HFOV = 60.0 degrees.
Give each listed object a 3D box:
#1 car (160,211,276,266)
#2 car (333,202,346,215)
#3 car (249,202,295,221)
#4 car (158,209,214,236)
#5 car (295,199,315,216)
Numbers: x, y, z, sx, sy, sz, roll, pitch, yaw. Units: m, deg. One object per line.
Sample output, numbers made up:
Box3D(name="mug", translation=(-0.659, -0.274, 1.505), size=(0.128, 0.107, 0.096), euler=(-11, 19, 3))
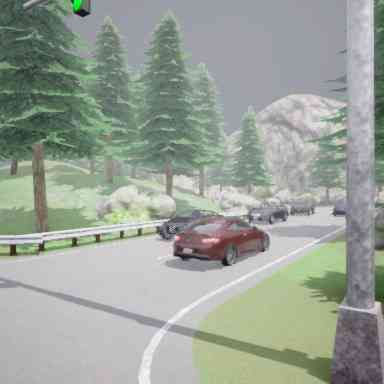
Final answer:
Box3D(name="car", translation=(1.159, 1.595, 11.643), size=(1.812, 1.442, 4.674), euler=(0, -1, 34))
Box3D(name="car", translation=(15.209, 1.644, 32.997), size=(1.994, 1.385, 4.181), euler=(0, -1, 28))
Box3D(name="car", translation=(5.738, 1.508, 24.914), size=(2.128, 1.511, 4.902), euler=(0, 0, 34))
Box3D(name="car", translation=(0.206, 1.579, 16.650), size=(1.994, 1.385, 4.181), euler=(0, 0, 34))
Box3D(name="car", translation=(11.204, 1.523, 33.546), size=(1.837, 1.490, 4.892), euler=(0, 0, 27))
